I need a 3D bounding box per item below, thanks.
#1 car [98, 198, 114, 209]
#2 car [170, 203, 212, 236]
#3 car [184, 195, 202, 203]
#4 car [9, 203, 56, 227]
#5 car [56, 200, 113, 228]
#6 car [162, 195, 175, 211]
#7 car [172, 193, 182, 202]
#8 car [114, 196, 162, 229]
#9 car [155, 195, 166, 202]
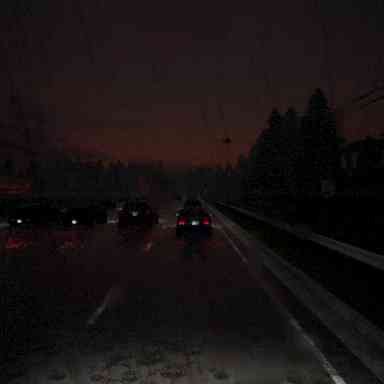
[{"bbox_3d":[-10.403,1.493,40.133,1.837,1.490,4.892,0,0,0],"label":"car"},{"bbox_3d":[0.099,1.542,18.346,2.033,1.411,5.357,0,0,0],"label":"car"},{"bbox_3d":[0.097,1.493,40.153,1.837,1.490,4.892,0,0,0],"label":"car"},{"bbox_3d":[-10.402,1.498,22.463,1.837,1.490,4.892,0,0,0],"label":"car"},{"bbox_3d":[-6.902,1.498,21.904,1.837,1.490,4.892,0,0,0],"label":"car"},{"bbox_3d":[-3.403,1.493,40.119,1.837,1.490,4.892,0,0,0],"label":"car"},{"bbox_3d":[-3.507,1.203,75.456,2.150,2.045,5.566,0,0,0],"label":"car"},{"bbox_3d":[-3.402,1.346,21.932,2.097,1.767,4.553,0,0,0],"label":"car"},{"bbox_3d":[-7.006,1.518,75.426,2.033,1.411,5.357,0,0,0],"label":"car"}]
